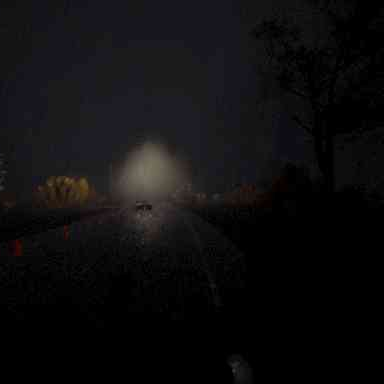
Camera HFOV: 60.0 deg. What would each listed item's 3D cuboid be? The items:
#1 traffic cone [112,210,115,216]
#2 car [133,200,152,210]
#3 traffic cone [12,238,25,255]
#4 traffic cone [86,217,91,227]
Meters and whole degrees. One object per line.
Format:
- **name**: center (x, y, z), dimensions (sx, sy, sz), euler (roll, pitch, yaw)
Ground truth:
- **traffic cone**: center (-7.506, 1.987, 31.787), dimensions (0.340, 0.580, 0.340), euler (0, 0, -5)
- **car**: center (-6.352, 1.660, 42.783), dimensions (1.895, 1.301, 4.718), euler (0, 0, -16)
- **traffic cone**: center (-6.271, 1.959, 11.995), dimensions (0.340, 0.580, 0.340), euler (0, 0, -2)
- **traffic cone**: center (-6.755, 1.967, 21.899), dimensions (0.340, 0.580, 0.340), euler (0, 0, -4)
